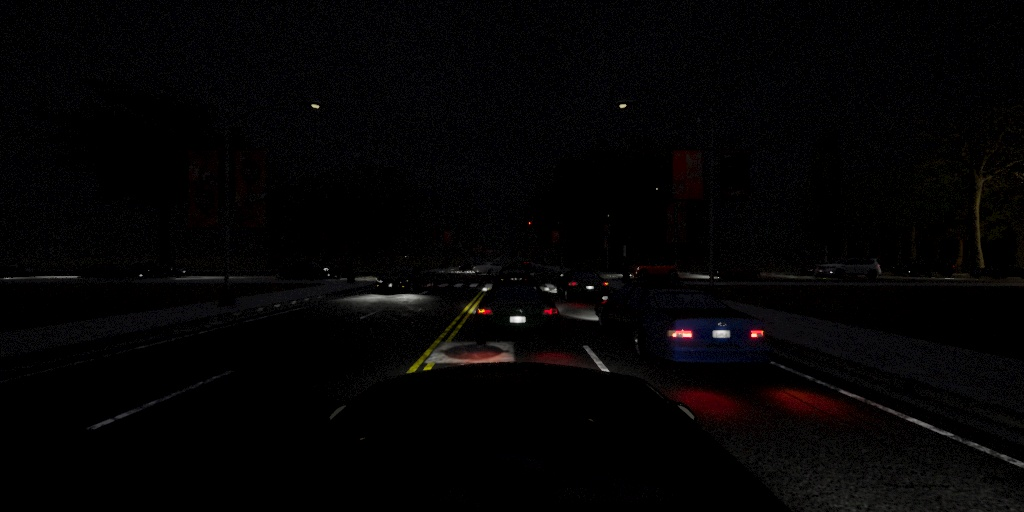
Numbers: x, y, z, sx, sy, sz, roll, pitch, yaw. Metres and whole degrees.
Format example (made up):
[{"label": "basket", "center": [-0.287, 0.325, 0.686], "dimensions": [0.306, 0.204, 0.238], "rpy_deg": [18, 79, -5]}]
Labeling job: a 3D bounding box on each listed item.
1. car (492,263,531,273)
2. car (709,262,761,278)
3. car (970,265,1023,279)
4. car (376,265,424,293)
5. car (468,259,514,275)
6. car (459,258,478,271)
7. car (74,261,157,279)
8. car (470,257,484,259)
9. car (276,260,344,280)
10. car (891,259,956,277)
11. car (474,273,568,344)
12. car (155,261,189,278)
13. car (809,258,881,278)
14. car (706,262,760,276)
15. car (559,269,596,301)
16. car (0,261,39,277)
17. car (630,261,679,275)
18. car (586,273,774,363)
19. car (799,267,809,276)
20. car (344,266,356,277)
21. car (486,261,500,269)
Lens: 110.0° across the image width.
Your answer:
[{"label": "car", "center": [0.105, 1.281, 18.525], "dimensions": [1.837, 1.490, 4.892], "rpy_deg": [0, 0, 0]}, {"label": "car", "center": [23.246, 1.516, 37.109], "dimensions": [4.181, 1.385, 1.994], "rpy_deg": [0, 0, -2]}, {"label": "car", "center": [50.667, 1.636, 37.197], "dimensions": [4.902, 1.511, 2.128], "rpy_deg": [1, 0, 0]}, {"label": "car", "center": [-6.480, 1.290, 21.220], "dimensions": [1.837, 1.490, 4.892], "rpy_deg": [2, 0, -3]}, {"label": "car", "center": [-2.210, 1.352, 39.313], "dimensions": [1.812, 1.442, 4.674], "rpy_deg": [1, 0, 38]}, {"label": "car", "center": [-6.548, 1.408, 52.164], "dimensions": [1.837, 1.490, 4.892], "rpy_deg": [0, 0, 0]}, {"label": "car", "center": [-33.245, 1.303, 29.981], "dimensions": [4.718, 1.301, 1.895], "rpy_deg": [0, 0, 0]}, {"label": "car", "center": [-6.530, 1.183, 62.014], "dimensions": [2.150, 2.045, 5.566], "rpy_deg": [0, 0, 0]}, {"label": "car", "center": [-17.080, 1.111, 30.128], "dimensions": [4.553, 1.767, 2.097], "rpy_deg": [0, 0, -1]}, {"label": "car", "center": [46.358, 1.326, 40.455], "dimensions": [5.566, 2.045, 2.150], "rpy_deg": [1, 0, 0]}, {"label": "car", "center": [0.110, 1.319, 9.619], "dimensions": [1.994, 1.385, 4.181], "rpy_deg": [0, 0, 0]}, {"label": "car", "center": [-32.873, 1.200, 33.235], "dimensions": [4.902, 1.511, 2.128], "rpy_deg": [0, 0, 0]}, {"label": "car", "center": [34.785, 1.239, 37.173], "dimensions": [5.566, 2.045, 2.150], "rpy_deg": [1, 0, 0]}, {"label": "car", "center": [24.817, 1.469, 40.355], "dimensions": [4.892, 1.490, 1.837], "rpy_deg": [0, 0, -1]}, {"label": "car", "center": [3.363, 1.337, 17.512], "dimensions": [1.994, 1.385, 4.181], "rpy_deg": [0, 0, 0]}, {"label": "car", "center": [-46.934, 1.159, 33.139], "dimensions": [4.902, 1.511, 2.128], "rpy_deg": [0, 0, -1]}, {"label": "car", "center": [14.612, 1.260, 37.017], "dimensions": [4.553, 1.767, 2.097], "rpy_deg": [0, 0, -1]}, {"label": "car", "center": [3.356, 1.302, 8.269], "dimensions": [2.033, 1.411, 5.357], "rpy_deg": [0, 0, 0]}, {"label": "car", "center": [35.306, 1.501, 40.417], "dimensions": [5.008, 1.535, 1.882], "rpy_deg": [0, 0, 1]}, {"label": "car", "center": [-17.185, 1.241, 33.379], "dimensions": [5.008, 1.535, 1.882], "rpy_deg": [0, 0, -1]}, {"label": "car", "center": [-3.270, 1.512, 62.466], "dimensions": [2.033, 1.411, 5.357], "rpy_deg": [0, 0, 1]}]
